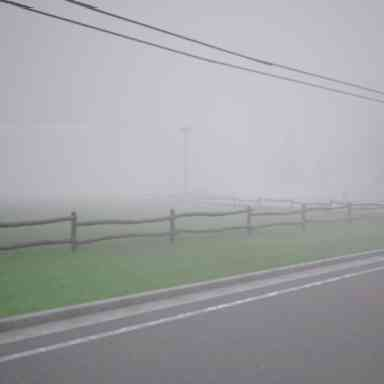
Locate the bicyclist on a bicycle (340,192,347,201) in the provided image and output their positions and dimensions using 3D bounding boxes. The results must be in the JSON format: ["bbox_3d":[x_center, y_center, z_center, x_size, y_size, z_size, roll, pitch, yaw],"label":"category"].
[{"bbox_3d":[25.420,0.748,55.853,0.582,1.620,1.656,1,1,45],"label":"bicyclist on a bicycle"}]

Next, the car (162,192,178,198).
[{"bbox_3d":[-5.087,0.661,76.294,1.994,1.385,4.181,0,1,-33],"label":"car"}]

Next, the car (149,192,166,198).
[{"bbox_3d":[-8.054,0.717,74.437,1.895,1.301,4.718,0,1,-33],"label":"car"}]

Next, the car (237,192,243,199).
[{"bbox_3d":[9.261,0.746,73.330,1.812,1.442,4.674,0,1,-33],"label":"car"}]

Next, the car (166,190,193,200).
[{"bbox_3d":[-2.591,0.770,65.878,2.128,1.511,4.902,0,1,-33],"label":"car"}]

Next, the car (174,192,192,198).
[{"bbox_3d":[-2.152,0.686,78.202,1.895,1.301,4.718,0,1,-33],"label":"car"}]

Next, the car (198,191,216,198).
[{"bbox_3d":[3.765,0.538,81.941,1.882,1.535,5.008,0,1,-33],"label":"car"}]

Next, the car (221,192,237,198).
[{"bbox_3d":[6.485,0.779,71.174,2.033,1.411,5.357,0,1,-33],"label":"car"}]

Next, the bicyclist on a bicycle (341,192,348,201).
[{"bbox_3d":[25.543,0.755,55.302,1.656,1.620,0.582,-1,1,-42],"label":"bicyclist on a bicycle"}]

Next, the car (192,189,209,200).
[{"bbox_3d":[0.505,0.488,67.530,2.150,2.045,5.566,0,1,-33],"label":"car"}]

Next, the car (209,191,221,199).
[{"bbox_3d":[3.346,0.774,69.587,1.812,1.442,4.674,0,1,-33],"label":"car"}]
